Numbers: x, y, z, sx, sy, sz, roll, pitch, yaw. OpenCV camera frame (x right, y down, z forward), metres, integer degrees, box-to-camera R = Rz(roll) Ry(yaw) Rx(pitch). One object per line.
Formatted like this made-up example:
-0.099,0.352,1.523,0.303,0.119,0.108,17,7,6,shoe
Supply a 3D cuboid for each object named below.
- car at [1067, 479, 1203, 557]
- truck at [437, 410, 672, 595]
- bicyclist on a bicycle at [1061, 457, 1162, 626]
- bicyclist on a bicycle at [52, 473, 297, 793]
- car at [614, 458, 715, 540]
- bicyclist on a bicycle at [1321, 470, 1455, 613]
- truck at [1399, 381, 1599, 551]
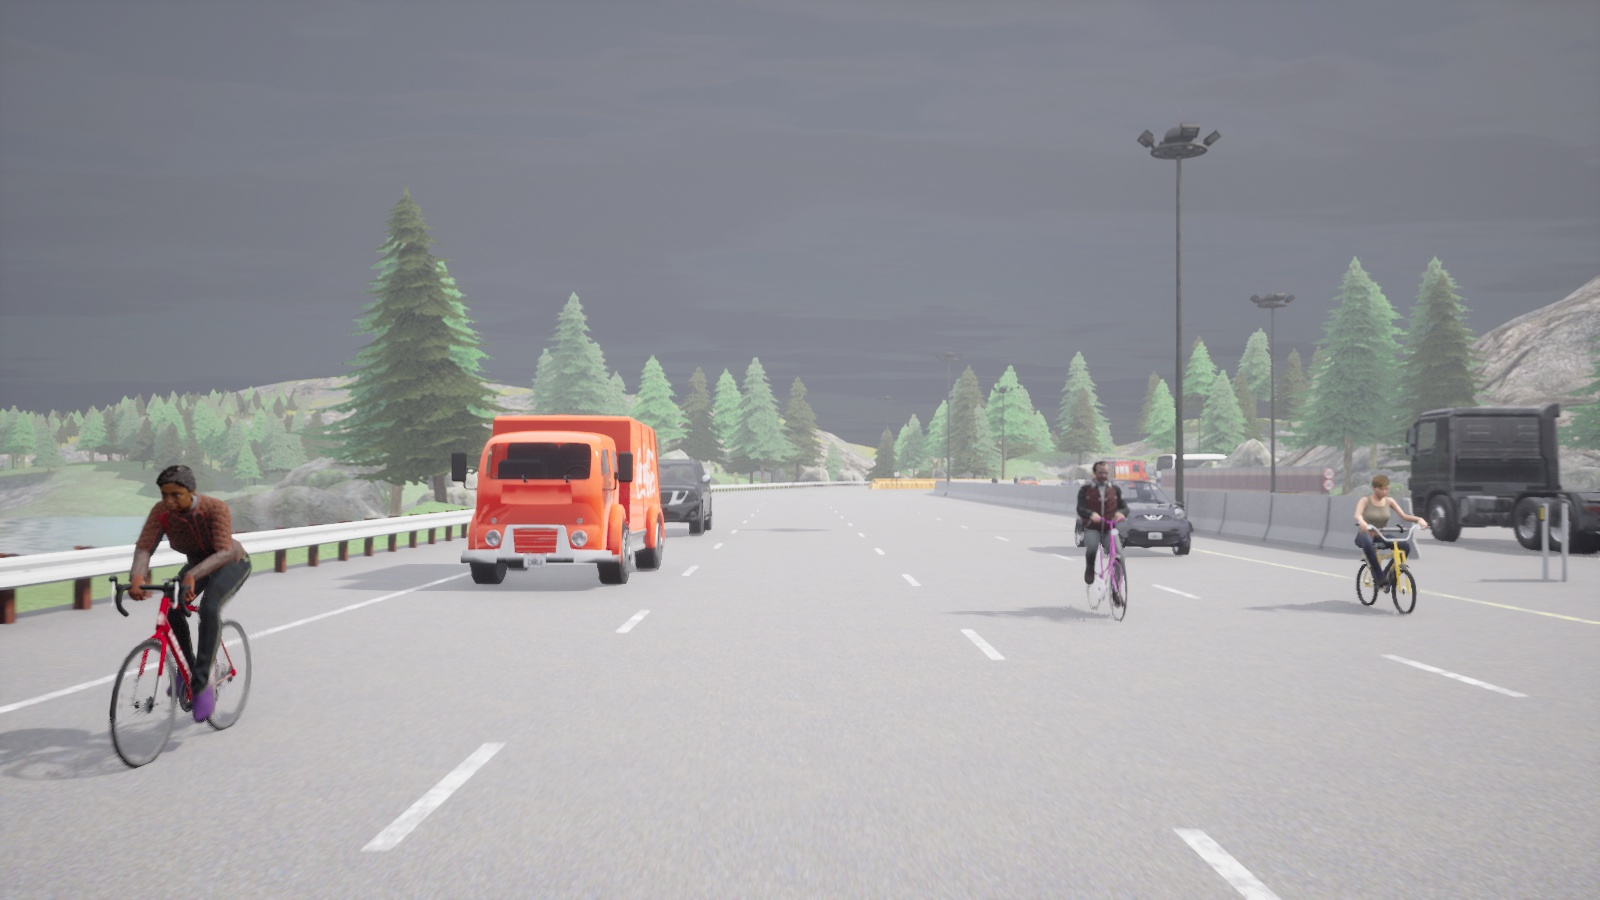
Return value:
6.933,1.374,26.356,1.845,1.501,3.633,0,-1,0,car
-3.551,0.772,19.423,2.627,2.467,5.204,0,-2,0,truck
3.463,0.982,14.112,0.659,1.776,1.843,0,-1,0,bicyclist on a bicycle
-3.519,0.945,7.230,0.582,1.620,1.656,0,-1,0,bicyclist on a bicycle
-3.596,1.294,34.384,2.150,2.045,5.566,0,-1,0,car
6.966,1.053,14.971,0.866,1.612,1.509,0,-1,0,bicyclist on a bicycle
17.421,0.403,29.477,2.891,3.462,7.936,0,-1,0,truck
